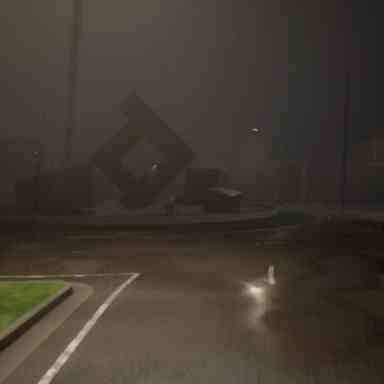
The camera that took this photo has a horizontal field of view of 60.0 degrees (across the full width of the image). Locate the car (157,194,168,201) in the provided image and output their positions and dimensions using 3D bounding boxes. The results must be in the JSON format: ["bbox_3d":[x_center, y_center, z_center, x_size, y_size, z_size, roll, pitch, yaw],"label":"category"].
[{"bbox_3d":[-6.822,1.268,76.398,1.812,1.442,4.674,0,0,-1],"label":"car"}]
